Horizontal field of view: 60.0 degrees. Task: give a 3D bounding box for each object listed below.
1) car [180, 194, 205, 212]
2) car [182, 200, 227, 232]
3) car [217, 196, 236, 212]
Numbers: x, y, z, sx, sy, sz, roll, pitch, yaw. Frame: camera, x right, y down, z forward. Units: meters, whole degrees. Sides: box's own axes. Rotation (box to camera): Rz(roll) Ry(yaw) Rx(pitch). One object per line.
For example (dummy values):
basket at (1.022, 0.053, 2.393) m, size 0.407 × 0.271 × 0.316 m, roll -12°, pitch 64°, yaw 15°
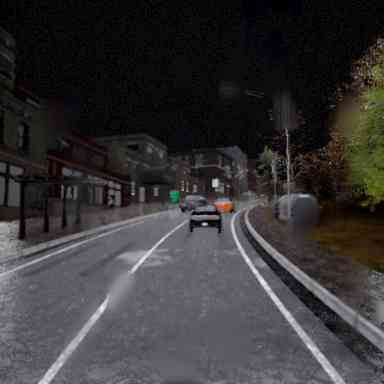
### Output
car at (0.258, 1.307, 39.246) m, size 2.150 × 2.045 × 5.566 m, roll -1°, pitch 0°, yaw 13°
car at (0.910, 1.509, 20.291) m, size 2.128 × 1.511 × 4.902 m, roll -1°, pitch 0°, yaw 5°
car at (3.780, 1.355, 37.890) m, size 2.097 × 1.767 × 4.553 m, roll -1°, pitch 0°, yaw 13°
